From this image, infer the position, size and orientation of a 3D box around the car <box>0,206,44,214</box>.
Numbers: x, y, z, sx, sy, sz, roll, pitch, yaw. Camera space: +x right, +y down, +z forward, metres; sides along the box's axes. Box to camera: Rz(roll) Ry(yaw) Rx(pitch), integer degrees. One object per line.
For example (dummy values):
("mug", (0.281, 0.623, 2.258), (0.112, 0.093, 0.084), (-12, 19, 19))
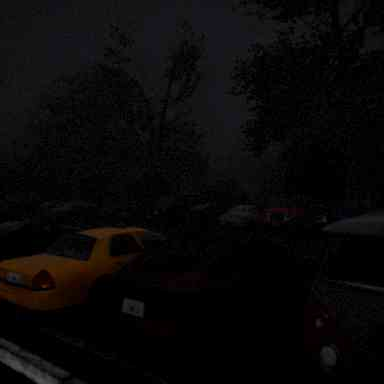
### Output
("car", (-8.553, 1.500, 12.537), (2.163, 1.488, 4.792), (0, 0, 35))

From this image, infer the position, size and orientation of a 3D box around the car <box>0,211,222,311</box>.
("car", (-1.577, 1.464, 7.838), (1.946, 1.575, 5.366), (0, 0, 35))

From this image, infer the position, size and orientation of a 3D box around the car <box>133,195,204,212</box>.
("car", (-1.109, 1.221, 23.295), (2.435, 2.045, 5.566), (0, 0, 35))

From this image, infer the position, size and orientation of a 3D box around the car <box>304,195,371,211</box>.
("car", (7.868, 1.219, 16.908), (2.435, 2.045, 5.566), (0, 0, 35))

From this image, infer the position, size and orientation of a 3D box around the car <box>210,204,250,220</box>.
("car", (3.345, 1.508, 20.158), (2.002, 1.452, 4.674), (0, 0, 35))

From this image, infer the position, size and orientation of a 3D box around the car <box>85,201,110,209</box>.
("car", (-5.647, 1.513, 26.522), (2.163, 1.488, 4.792), (0, 0, 35))

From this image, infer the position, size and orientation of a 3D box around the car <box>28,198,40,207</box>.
("car", (-12.439, 1.543, 31.389), (2.002, 1.452, 4.674), (0, 0, 35))

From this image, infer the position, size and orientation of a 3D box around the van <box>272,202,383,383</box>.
("van", (2.816, 1.246, 4.341), (1.878, 1.987, 4.442), (0, 0, 35))

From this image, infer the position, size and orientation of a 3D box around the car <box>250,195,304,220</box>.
("car", (5.698, 1.217, 18.450), (2.435, 2.045, 5.566), (0, 0, 35))

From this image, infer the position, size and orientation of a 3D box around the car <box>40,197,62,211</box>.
("car", (-10.277, 1.494, 29.624), (1.946, 1.575, 5.366), (0, 0, 35))

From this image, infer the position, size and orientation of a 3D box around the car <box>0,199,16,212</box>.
("car", (-23.771, 1.593, 39.474), (2.002, 1.452, 4.674), (0, 0, 36))

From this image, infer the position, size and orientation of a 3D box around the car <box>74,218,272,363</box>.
("car", (0.616, 1.499, 6.086), (2.163, 1.488, 4.792), (0, 0, 35))

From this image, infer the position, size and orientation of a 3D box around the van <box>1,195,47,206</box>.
("van", (-16.909, 1.291, 34.719), (1.878, 1.987, 4.442), (0, 0, 35))

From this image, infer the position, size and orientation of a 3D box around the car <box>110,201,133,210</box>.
("car", (-3.344, 1.506, 24.954), (2.163, 1.488, 4.792), (0, 0, 35))

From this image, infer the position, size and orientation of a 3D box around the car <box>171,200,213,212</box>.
("car", (1.175, 1.470, 21.698), (2.097, 1.535, 5.008), (0, 0, 35))

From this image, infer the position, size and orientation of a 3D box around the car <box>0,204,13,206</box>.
("car", (-10.818, 1.476, 14.179), (2.231, 1.521, 4.892), (0, 0, 36))

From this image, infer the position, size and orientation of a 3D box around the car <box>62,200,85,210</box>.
("car", (-7.902, 1.490, 28.155), (2.097, 1.535, 5.008), (0, 0, 35))

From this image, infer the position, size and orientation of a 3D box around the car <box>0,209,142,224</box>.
("car", (-3.969, 1.466, 9.306), (2.097, 1.535, 5.008), (0, 0, 35))

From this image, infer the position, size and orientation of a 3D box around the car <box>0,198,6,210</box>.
("car", (-26.038, 1.570, 41.096), (2.097, 1.535, 5.008), (-1, 0, 36))
